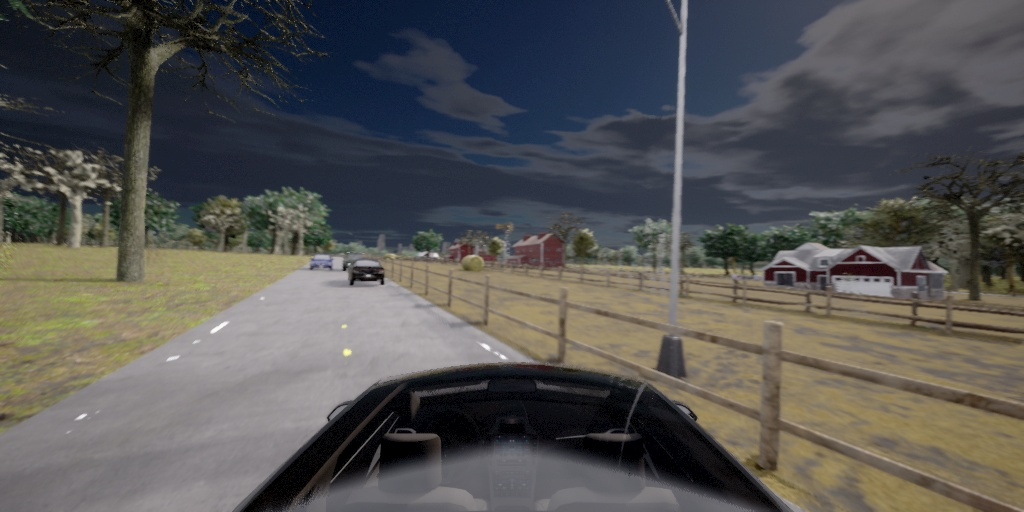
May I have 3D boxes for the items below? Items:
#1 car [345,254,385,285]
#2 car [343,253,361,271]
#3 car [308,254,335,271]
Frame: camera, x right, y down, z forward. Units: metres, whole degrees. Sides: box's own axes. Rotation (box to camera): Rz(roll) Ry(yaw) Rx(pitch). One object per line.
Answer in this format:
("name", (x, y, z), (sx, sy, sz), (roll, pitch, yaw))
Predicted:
("car", (-9.066, 0.888, 22.263), (1.882, 1.535, 5.008), (2, 0, -26))
("car", (-15.330, 0.485, 34.984), (2.097, 1.767, 4.553), (2, 0, -26))
("car", (-17.675, 0.573, 33.396), (1.812, 1.442, 4.674), (2, 0, -26))
